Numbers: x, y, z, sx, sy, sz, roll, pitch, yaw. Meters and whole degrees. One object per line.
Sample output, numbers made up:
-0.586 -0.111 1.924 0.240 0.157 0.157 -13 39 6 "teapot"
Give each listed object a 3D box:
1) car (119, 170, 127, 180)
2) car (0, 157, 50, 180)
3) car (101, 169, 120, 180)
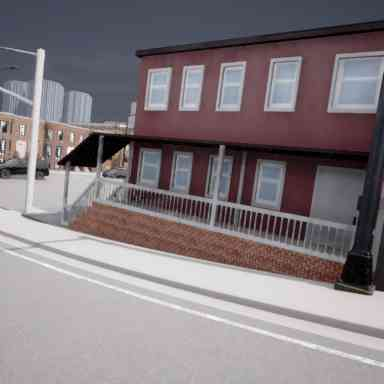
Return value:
-7.178 -2.038 45.917 1.837 1.490 4.892 10 6 35 "car"
-16.794 -2.325 32.504 2.150 2.045 5.566 10 6 36 "car"
-10.750 -2.497 46.898 1.994 1.385 4.181 10 6 35 "car"
